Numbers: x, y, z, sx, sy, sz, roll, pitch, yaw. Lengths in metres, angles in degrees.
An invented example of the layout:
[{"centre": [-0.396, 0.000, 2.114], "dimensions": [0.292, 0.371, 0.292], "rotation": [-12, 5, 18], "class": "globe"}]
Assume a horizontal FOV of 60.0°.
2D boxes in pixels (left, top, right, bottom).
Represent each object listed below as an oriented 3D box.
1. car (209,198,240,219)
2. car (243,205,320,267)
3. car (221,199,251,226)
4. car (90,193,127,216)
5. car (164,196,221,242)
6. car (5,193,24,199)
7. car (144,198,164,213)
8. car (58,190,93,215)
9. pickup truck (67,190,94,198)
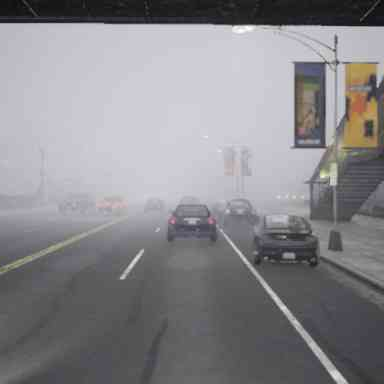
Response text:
[{"centre": [2.642, 1.296, 28.385], "dimensions": [2.097, 1.535, 5.008], "rotation": [0, 0, -1], "class": "car"}, {"centre": [2.948, 1.409, 11.187], "dimensions": [2.231, 1.521, 4.892], "rotation": [0, 0, 9], "class": "car"}, {"centre": [2.857, 1.212, 21.961], "dimensions": [2.185, 1.767, 4.553], "rotation": [0, 0, -1], "class": "car"}, {"centre": [-7.329, 1.151, 30.332], "dimensions": [2.097, 1.767, 4.553], "rotation": [0, 0, 0], "class": "car"}, {"centre": [-0.015, 1.249, 15.771], "dimensions": [2.097, 1.767, 4.553], "rotation": [0, 0, -1], "class": "car"}, {"centre": [-41.338, 0.901, 77.410], "dimensions": [2.002, 1.452, 4.674], "rotation": [0, 0, -1], "class": "car"}, {"centre": [-3.720, 1.328, 33.573], "dimensions": [2.033, 1.411, 5.357], "rotation": [0, 0, -1], "class": "car"}, {"centre": [-10.829, 1.011, 31.939], "dimensions": [2.150, 2.045, 5.566], "rotation": [0, 0, 0], "class": "car"}, {"centre": [-29.565, 0.504, 88.476], "dimensions": [6.274, 2.098, 2.390], "rotation": [0, 0, -1], "class": "pickup truck"}]
